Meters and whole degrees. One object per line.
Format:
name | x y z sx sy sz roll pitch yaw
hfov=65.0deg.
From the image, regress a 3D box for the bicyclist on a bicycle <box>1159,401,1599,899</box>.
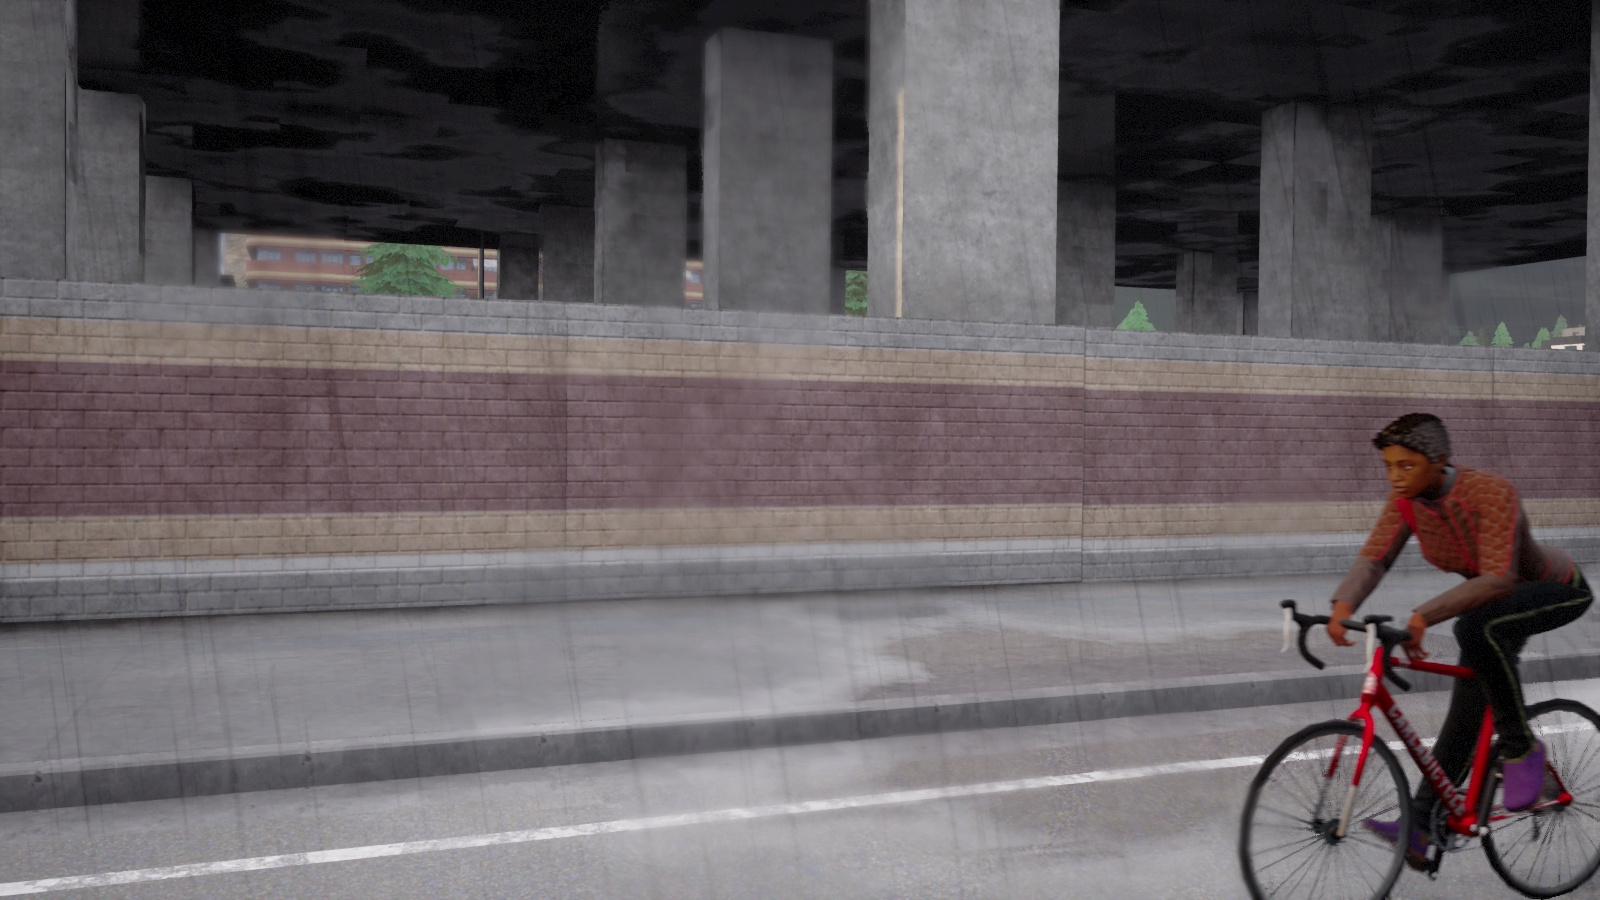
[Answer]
bicyclist on a bicycle | 2.026 0.664 4.009 1.656 1.620 0.582 -1 1 -21
